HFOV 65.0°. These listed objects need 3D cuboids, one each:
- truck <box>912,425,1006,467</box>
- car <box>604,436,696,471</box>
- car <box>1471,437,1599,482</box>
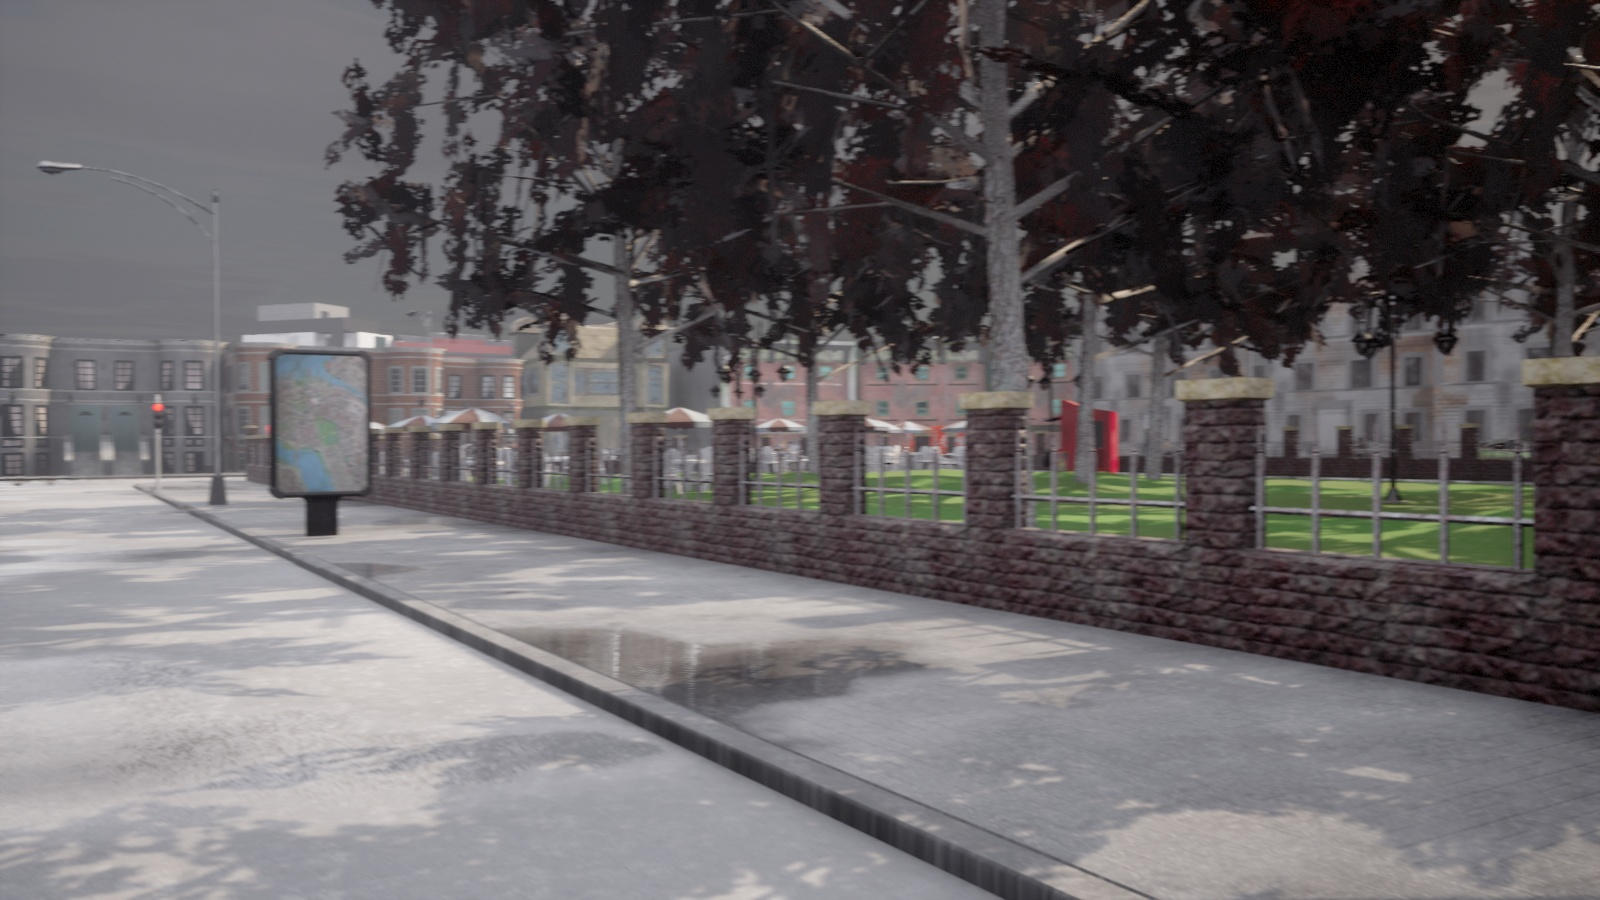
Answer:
[{"bbox_3d":[9.606,-0.232,75.898,5.204,2.467,2.627,0,0,19],"label":"truck"},{"bbox_3d":[-8.244,0.191,69.171,4.605,1.855,1.932,0,0,-30],"label":"car"},{"bbox_3d":[26.807,0.308,44.995,2.007,1.525,4.514,0,0,-30],"label":"car"}]
